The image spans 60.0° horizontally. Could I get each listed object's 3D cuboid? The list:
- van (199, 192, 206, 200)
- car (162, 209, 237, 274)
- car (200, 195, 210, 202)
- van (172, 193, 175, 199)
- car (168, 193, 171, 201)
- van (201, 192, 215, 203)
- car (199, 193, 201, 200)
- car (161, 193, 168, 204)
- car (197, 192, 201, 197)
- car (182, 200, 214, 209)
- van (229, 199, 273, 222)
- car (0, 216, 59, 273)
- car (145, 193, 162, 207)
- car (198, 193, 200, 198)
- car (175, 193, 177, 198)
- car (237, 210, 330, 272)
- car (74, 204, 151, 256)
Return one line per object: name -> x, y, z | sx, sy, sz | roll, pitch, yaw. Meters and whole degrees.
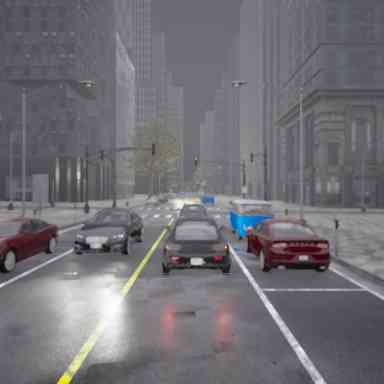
van -> 2.748, 1.013, 86.492 | 1.690, 1.788, 3.998 | 0, 0, 0
car -> 0.107, 1.479, 10.261 | 1.812, 1.442, 4.674 | 0, 0, 0
car -> 2.750, 1.305, 70.253 | 1.802, 1.307, 4.206 | 0, 0, 0
van -> -5.776, 1.032, 80.349 | 1.690, 1.788, 3.998 | 0, 0, 0
car -> -5.773, 1.058, 64.482 | 2.192, 1.841, 5.009 | 0, 0, 0
van -> 2.755, 1.120, 54.013 | 1.690, 1.788, 3.998 | 0, 0, 0
car -> 2.753, 1.326, 59.426 | 1.947, 1.339, 4.313 | 0, 0, 0
car -> -5.772, 1.306, 59.194 | 1.887, 1.381, 4.507 | 0, 0, 0
car -> 2.749, 1.256, 75.666 | 2.008, 1.369, 4.403 | 0, 0, 0
car -> 0.096, 1.454, 21.153 | 2.033, 1.411, 5.357 | 0, 0, 0
van -> 2.777, 1.270, 16.028 | 1.690, 1.788, 3.998 | 0, 0, 0
car -> -5.779, 1.497, 10.521 | 1.887, 1.381, 4.507 | 0, 0, 0
car -> -5.776, 1.326, 48.443 | 1.752, 1.417, 4.829 | 0, 0, 0
car -> 2.752, 1.286, 64.840 | 1.887, 1.381, 4.507 | 0, 0, 0
car -> -5.779, 1.224, 90.927 | 1.947, 1.339, 4.313 | 0, 0, 0
car -> 2.776, 1.497, 10.504 | 1.887, 1.381, 4.507 | 0, 0, 0
car -> -3.022, 1.435, 12.997 | 2.128, 1.511, 4.902 | 0, 0, 0
